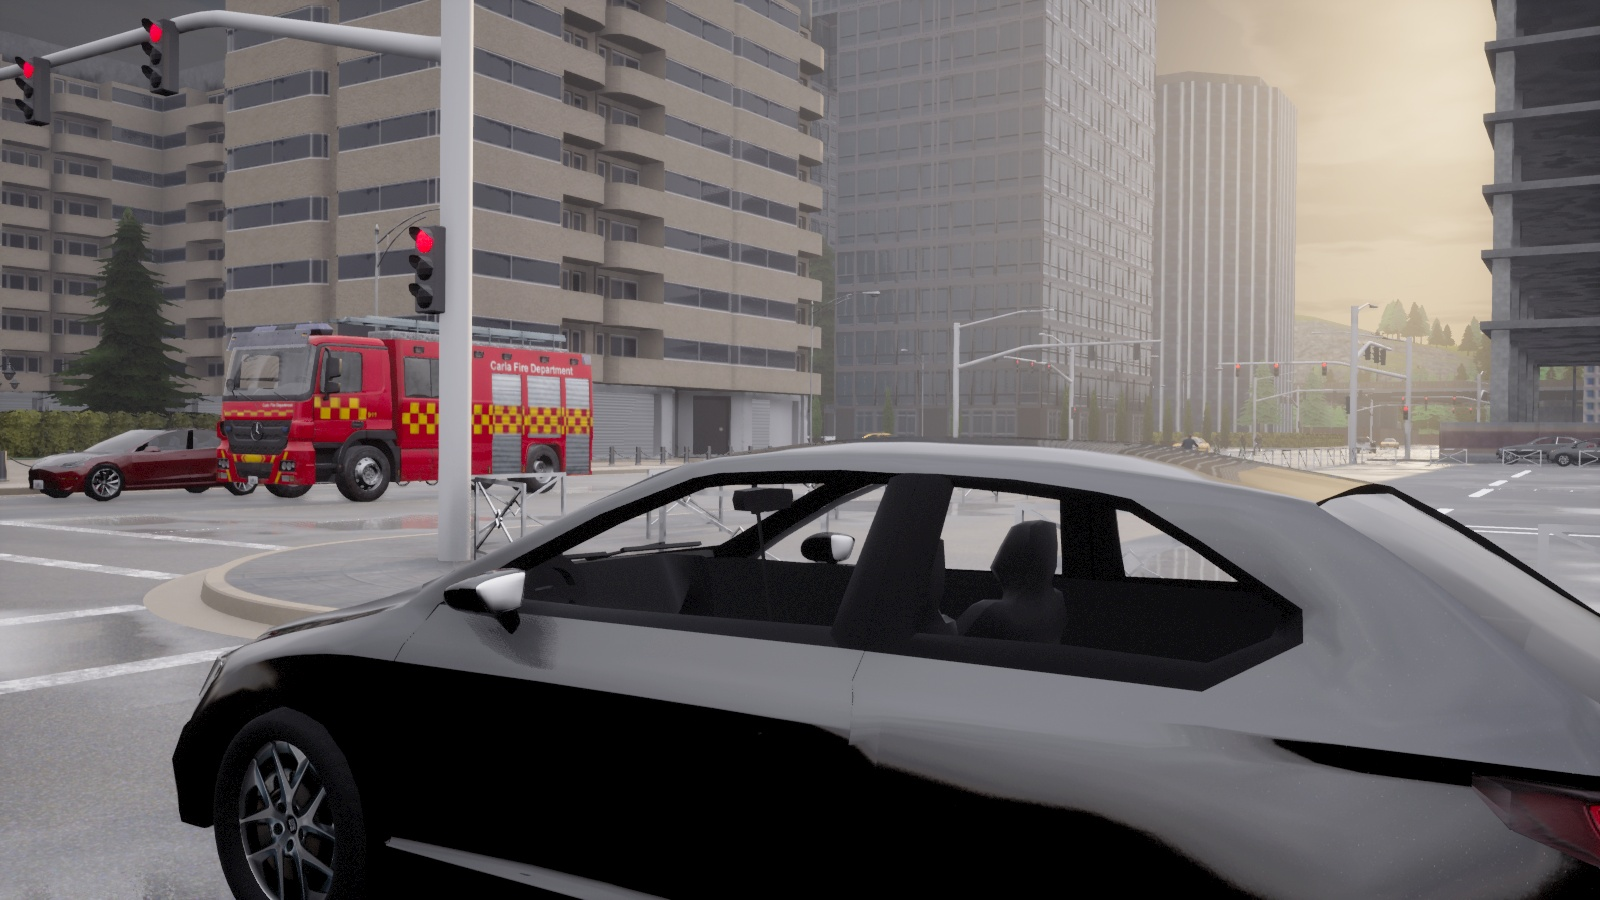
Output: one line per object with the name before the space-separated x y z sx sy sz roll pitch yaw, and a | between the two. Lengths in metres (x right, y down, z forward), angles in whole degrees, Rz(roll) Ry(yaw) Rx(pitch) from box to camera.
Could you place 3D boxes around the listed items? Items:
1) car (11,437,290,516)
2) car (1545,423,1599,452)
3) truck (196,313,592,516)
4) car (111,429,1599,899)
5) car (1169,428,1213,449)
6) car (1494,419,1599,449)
car | -13.616 0.491 26.643 2.163 1.488 4.792 0 1 32
car | 42.050 -0.664 66.379 4.514 1.525 2.007 0 1 32
truck | -8.614 -0.738 28.003 2.891 3.827 8.468 0 1 32
car | 0.098 0.696 3.550 4.193 1.474 1.816 0 1 33
car | 29.585 -0.894 94.940 1.801 1.575 5.366 0 1 32
car | 41.957 -0.889 70.566 5.027 1.651 2.152 0 1 32
